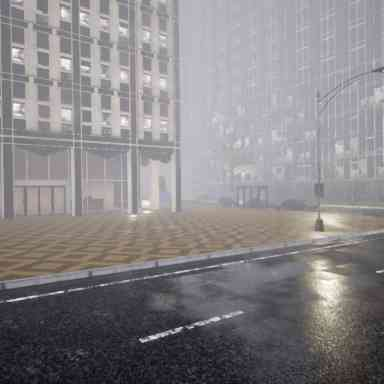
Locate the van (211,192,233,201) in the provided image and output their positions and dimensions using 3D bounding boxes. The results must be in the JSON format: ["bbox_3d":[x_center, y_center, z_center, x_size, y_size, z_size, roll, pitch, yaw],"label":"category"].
[{"bbox_3d":[5.757,0.855,59.415,1.690,1.788,3.998,0,1,-34],"label":"van"}]

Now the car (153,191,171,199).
[{"bbox_3d":[-7.115,0.615,78.154,2.192,1.841,5.009,0,1,-34],"label":"car"}]

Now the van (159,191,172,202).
[{"bbox_3d":[-4.368,0.937,59.357,1.690,1.788,3.998,0,1,-34],"label":"van"}]

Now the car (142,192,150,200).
[{"bbox_3d":[-10.804,1.039,68.729,2.008,1.369,4.403,0,1,-34],"label":"car"}]

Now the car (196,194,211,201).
[{"bbox_3d":[2.540,1.043,64.103,1.802,1.307,4.206,0,1,-34],"label":"car"}]

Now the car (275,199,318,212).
[{"bbox_3d":[11.615,1.424,35.862,1.947,1.339,4.313,0,1,-34],"label":"car"}]

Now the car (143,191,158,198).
[{"bbox_3d":[-10.333,0.686,82.840,1.967,1.590,4.097,0,1,-34],"label":"car"}]

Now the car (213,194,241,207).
[{"bbox_3d":[5.241,1.319,45.276,1.947,1.339,4.313,0,1,-34],"label":"car"}]

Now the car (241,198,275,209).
[{"bbox_3d":[8.411,1.388,40.559,1.802,1.307,4.206,0,1,-34],"label":"car"}]
